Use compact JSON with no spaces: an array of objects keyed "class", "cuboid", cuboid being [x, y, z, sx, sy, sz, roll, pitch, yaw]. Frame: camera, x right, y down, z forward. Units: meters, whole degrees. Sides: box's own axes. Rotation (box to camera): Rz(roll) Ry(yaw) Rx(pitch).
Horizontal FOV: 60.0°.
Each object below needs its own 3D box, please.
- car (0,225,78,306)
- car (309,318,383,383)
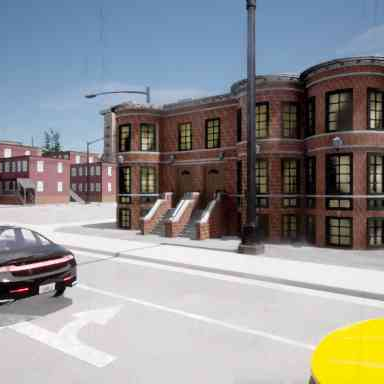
[{"class":"car","cuboid":[-4.569,1.492,7.263,4.902,1.511,2.128,0,0,34]},{"class":"car","cuboid":[3.198,1.478,1.713,5.008,1.535,1.882,0,0,36]}]
